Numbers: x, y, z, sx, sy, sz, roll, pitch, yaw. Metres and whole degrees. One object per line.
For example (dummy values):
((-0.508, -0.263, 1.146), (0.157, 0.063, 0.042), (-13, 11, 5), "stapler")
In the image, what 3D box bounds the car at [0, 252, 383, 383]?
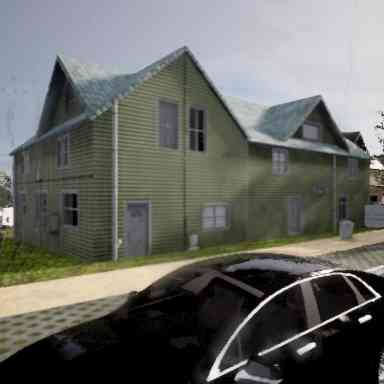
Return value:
((0.481, 1.510, 3.489), (4.892, 1.490, 1.837), (0, 0, -36), "car")
